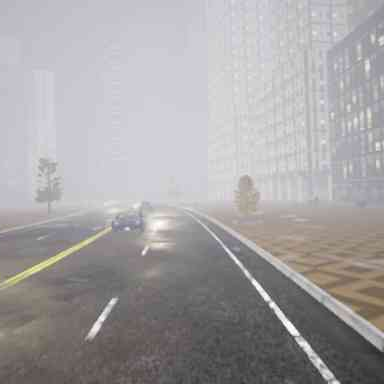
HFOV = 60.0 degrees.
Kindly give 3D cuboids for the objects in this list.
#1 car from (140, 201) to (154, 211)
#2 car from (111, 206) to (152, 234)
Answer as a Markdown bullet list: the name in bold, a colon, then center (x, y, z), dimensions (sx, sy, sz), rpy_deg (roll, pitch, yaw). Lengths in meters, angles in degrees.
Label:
- **car**: center (-6.343, 1.956, 46.361), dimensions (1.812, 1.442, 4.674), rpy_deg (-2, 0, -8)
- **car**: center (-3.883, 1.842, 21.412), dimensions (1.895, 1.301, 4.718), rpy_deg (-2, 0, -4)
